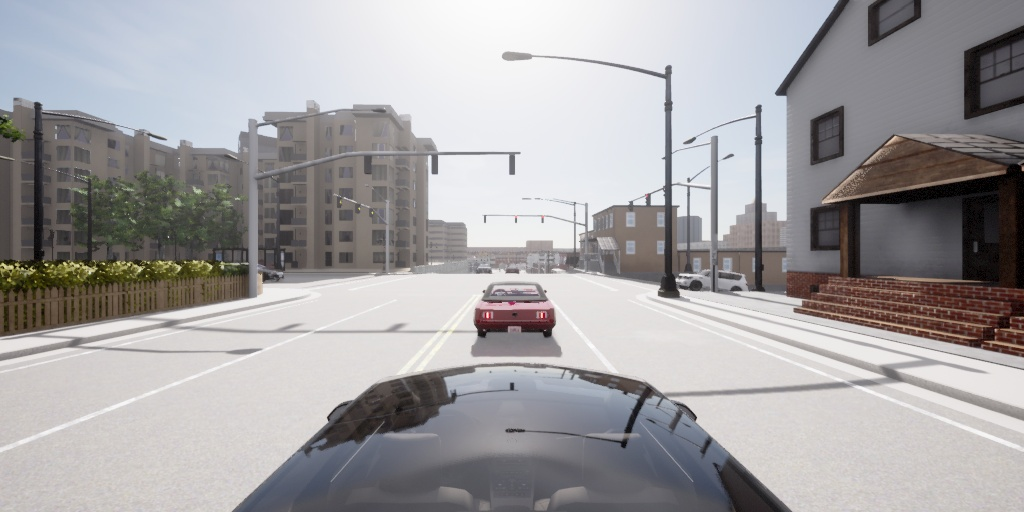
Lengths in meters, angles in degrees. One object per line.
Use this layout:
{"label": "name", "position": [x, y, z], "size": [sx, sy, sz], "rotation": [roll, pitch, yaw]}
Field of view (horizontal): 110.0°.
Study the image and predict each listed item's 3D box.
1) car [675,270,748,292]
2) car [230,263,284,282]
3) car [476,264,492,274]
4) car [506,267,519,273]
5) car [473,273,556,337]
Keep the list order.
{"label": "car", "position": [16.766, 2.163, 30.147], "size": [5.566, 2.045, 2.150], "rotation": [9, 0, 1]}
{"label": "car", "position": [-19.810, 1.242, 26.931], "size": [4.902, 1.511, 2.128], "rotation": [0, 0, 1]}
{"label": "car", "position": [-3.587, 1.774, 46.901], "size": [1.812, 1.442, 4.674], "rotation": [0, -4, 0]}
{"label": "car", "position": [0.080, 2.489, 52.902], "size": [1.882, 1.535, 5.008], "rotation": [0, -10, 0]}
{"label": "car", "position": [0.076, 1.351, 10.218], "size": [1.895, 1.301, 4.718], "rotation": [0, 0, 0]}
